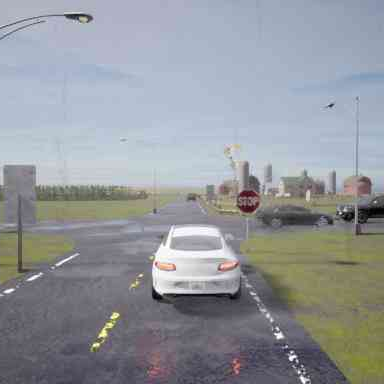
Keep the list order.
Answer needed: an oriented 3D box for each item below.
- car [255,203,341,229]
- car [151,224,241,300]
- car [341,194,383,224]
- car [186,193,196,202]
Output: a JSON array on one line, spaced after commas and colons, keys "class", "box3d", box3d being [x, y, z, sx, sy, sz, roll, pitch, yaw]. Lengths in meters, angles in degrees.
[{"class": "car", "box3d": [6.525, 1.509, 21.282, 4.892, 1.490, 1.837, 0, 1, -2]}, {"class": "car", "box3d": [0.084, 1.524, 8.277, 1.812, 1.442, 4.674, 0, 0, 0]}, {"class": "car", "box3d": [13.614, 1.192, 24.419, 5.566, 2.045, 2.150, 0, 1, -2]}, {"class": "car", "box3d": [-0.158, 1.229, 78.676, 2.150, 2.045, 5.566, 0, 0, 0]}]
